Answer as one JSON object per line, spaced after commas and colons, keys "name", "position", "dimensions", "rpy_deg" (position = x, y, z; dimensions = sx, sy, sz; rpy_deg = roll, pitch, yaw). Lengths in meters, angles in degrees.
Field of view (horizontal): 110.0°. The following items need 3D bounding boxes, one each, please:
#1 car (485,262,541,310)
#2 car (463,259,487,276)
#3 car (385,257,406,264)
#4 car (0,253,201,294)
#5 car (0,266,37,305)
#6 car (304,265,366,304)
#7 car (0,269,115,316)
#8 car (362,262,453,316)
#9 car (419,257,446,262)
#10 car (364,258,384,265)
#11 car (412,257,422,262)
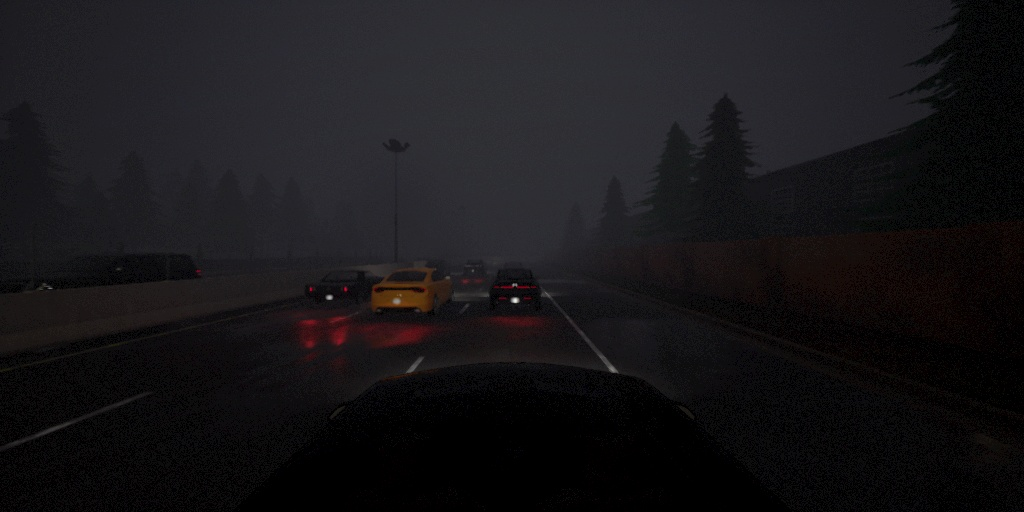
{"name": "car", "position": [0.106, 1.182, 14.230], "dimensions": [1.837, 1.490, 4.892], "rpy_deg": [0, 1, 0]}
{"name": "car", "position": [-3.377, 1.054, 33.427], "dimensions": [2.128, 1.511, 4.902], "rpy_deg": [0, 0, 0]}
{"name": "car", "position": [-17.503, 0.956, 55.171], "dimensions": [1.812, 1.442, 4.674], "rpy_deg": [0, 0, 1]}
{"name": "car", "position": [-14.092, 0.903, 12.710], "dimensions": [2.150, 2.045, 5.566], "rpy_deg": [0, 0, 0]}
{"name": "car", "position": [-21.094, 1.184, 12.763], "dimensions": [1.837, 1.490, 4.892], "rpy_deg": [0, 0, 0]}
{"name": "car", "position": [-6.892, 1.266, 15.751], "dimensions": [1.895, 1.301, 4.718], "rpy_deg": [0, 0, 0]}
{"name": "car", "position": [-17.593, 1.243, 12.896], "dimensions": [1.994, 1.385, 4.181], "rpy_deg": [0, 0, 0]}
{"name": "car", "position": [-3.393, 1.160, 13.038], "dimensions": [1.882, 1.535, 5.008], "rpy_deg": [0, 1, 0]}
{"name": "car", "position": [-6.877, 1.067, 33.366], "dimensions": [1.837, 1.490, 4.892], "rpy_deg": [0, 1, 0]}
{"name": "car", "position": [-21.002, 0.993, 55.059], "dimensions": [1.994, 1.385, 4.181], "rpy_deg": [0, 0, 1]}
{"name": "car", "position": [-14.008, 0.920, 55.404], "dimensions": [2.128, 1.511, 4.902], "rpy_deg": [0, 0, 1]}
